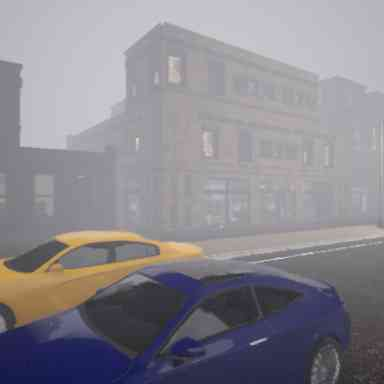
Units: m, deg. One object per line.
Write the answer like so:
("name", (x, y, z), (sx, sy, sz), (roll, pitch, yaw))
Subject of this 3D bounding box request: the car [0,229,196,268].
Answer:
("car", (-2.049, 1.497, 6.215), (5.008, 1.535, 1.882), (1, 0, -35))

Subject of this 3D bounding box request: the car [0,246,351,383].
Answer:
("car", (-0.109, 1.546, 3.607), (4.674, 1.442, 1.812), (1, 0, -35))
